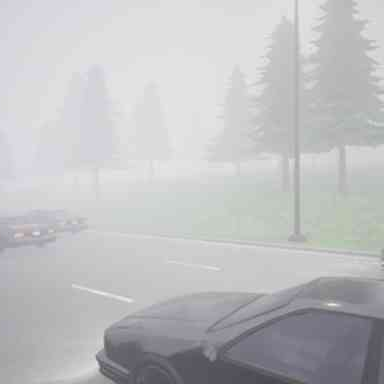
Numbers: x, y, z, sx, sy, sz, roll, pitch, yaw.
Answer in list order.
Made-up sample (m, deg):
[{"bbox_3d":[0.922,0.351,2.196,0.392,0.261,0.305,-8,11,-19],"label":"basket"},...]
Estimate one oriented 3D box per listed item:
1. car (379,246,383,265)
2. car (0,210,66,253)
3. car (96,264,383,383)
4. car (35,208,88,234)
[{"bbox_3d":[7.059,1.500,7.557,4.892,1.490,1.837,0,0,35],"label":"car"},{"bbox_3d":[-7.862,1.602,13.892,5.357,1.411,2.033,0,0,36],"label":"car"},{"bbox_3d":[1.527,1.548,2.900,5.357,1.411,2.033,0,0,36],"label":"car"},{"bbox_3d":[-7.990,1.612,18.281,5.357,1.411,2.033,0,0,36],"label":"car"}]
